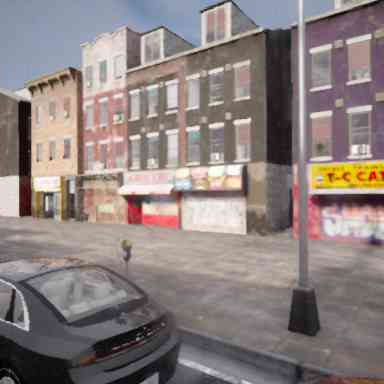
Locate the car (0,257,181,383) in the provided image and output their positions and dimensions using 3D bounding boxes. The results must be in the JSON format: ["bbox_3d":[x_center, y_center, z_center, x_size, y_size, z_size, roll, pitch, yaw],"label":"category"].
[{"bbox_3d":[-2.177,1.553,4.370,4.403,1.369,2.008,0,0,36],"label":"car"}]

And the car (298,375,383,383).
[{"bbox_3d":[2.249,1.581,1.212,4.206,1.307,1.802,0,0,36],"label":"car"}]
